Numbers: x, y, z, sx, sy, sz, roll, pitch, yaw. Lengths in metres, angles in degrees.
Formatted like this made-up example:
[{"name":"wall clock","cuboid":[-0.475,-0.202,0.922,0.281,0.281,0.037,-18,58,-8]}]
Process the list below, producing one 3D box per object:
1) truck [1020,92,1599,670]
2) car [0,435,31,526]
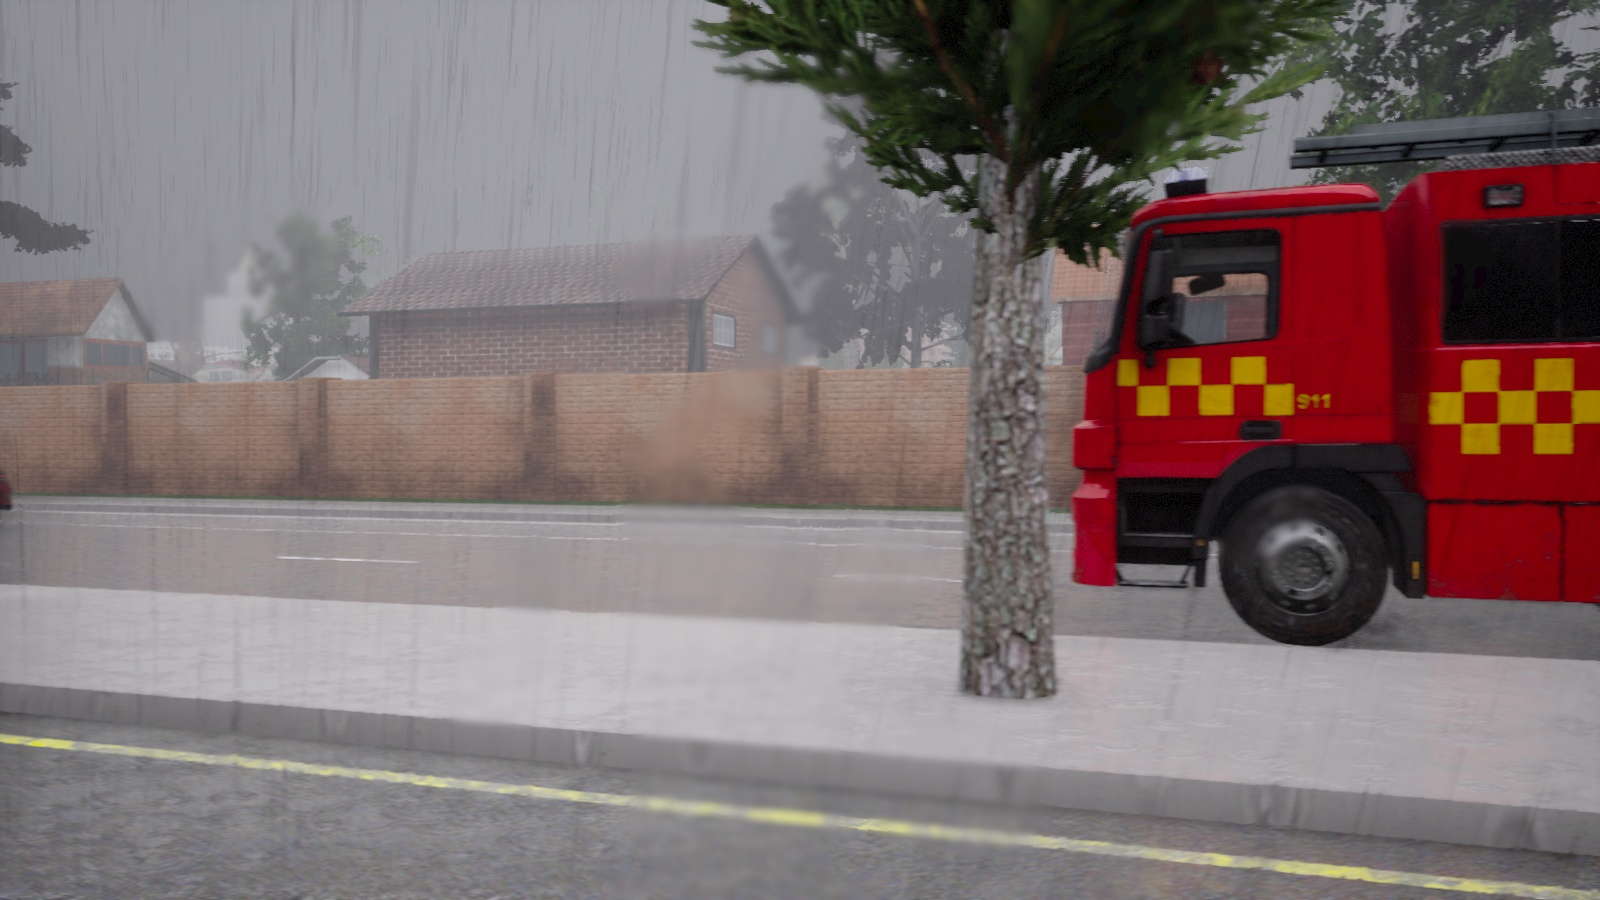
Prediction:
[{"name":"truck","cuboid":[6.154,-0.468,9.547,8.468,3.827,2.891,1,1,19]},{"name":"car","cuboid":[-15.056,0.471,20.366,4.674,1.442,1.812,1,1,19]}]
